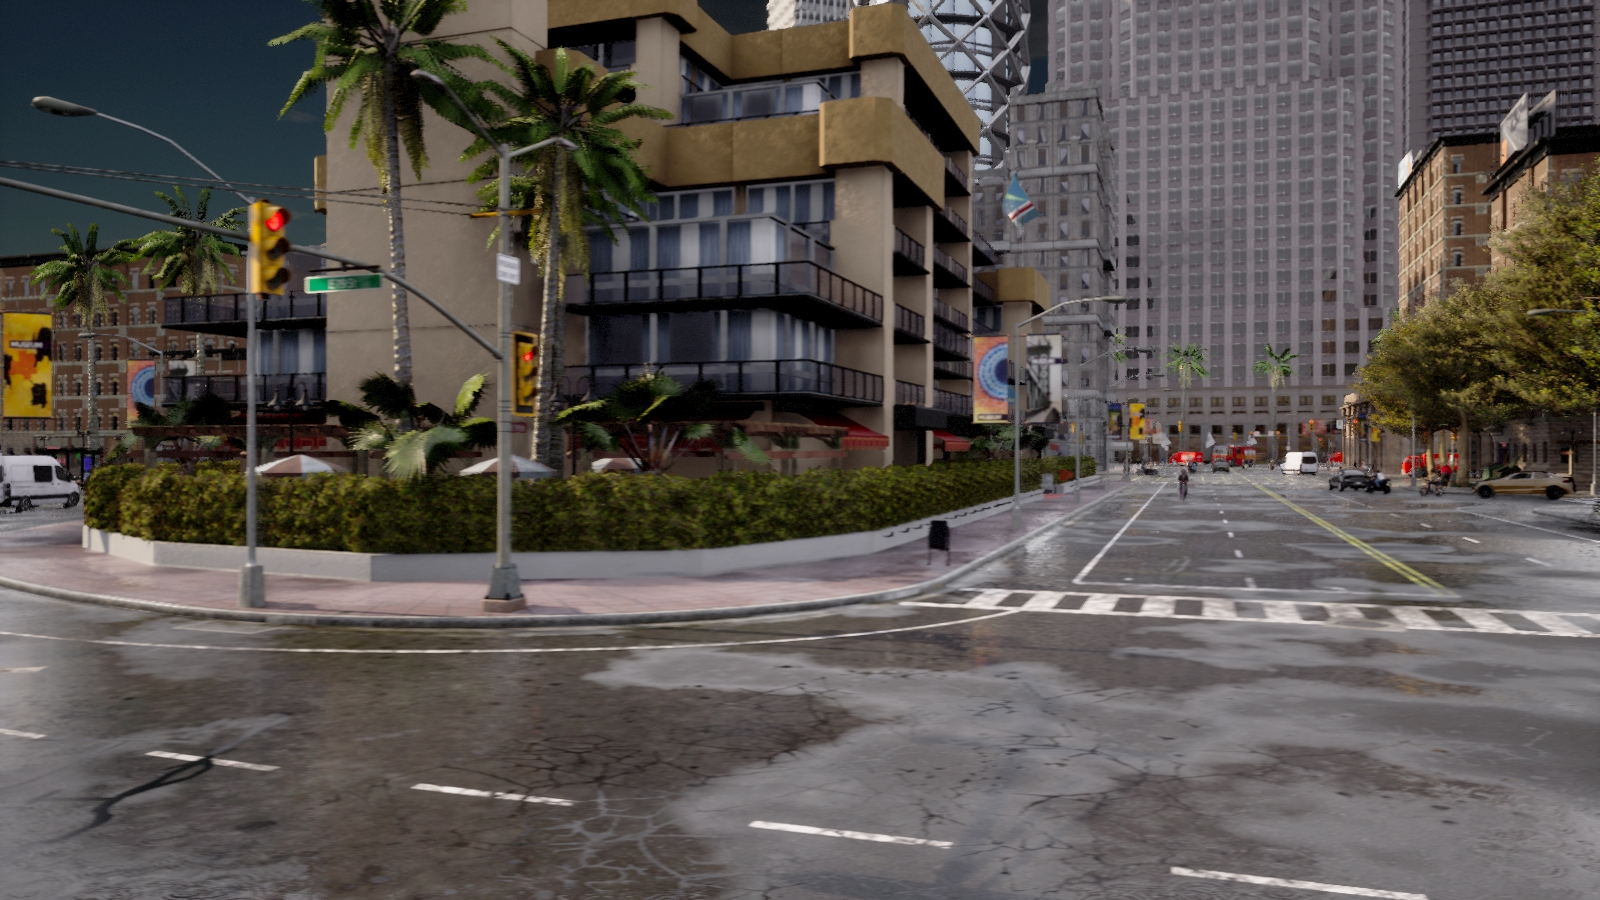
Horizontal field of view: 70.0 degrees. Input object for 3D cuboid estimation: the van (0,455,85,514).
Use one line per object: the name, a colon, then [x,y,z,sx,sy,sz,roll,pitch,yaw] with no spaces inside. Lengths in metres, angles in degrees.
van: [-35.915,1.532,53.056,1.988,2.561,5.915,0,0,-3]

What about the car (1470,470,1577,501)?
car: [41.283,1.994,65.209,5.027,1.651,2.152,0,0,37]

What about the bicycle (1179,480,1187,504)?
bicycle: [20.256,2.211,60.411,0.329,1.171,1.835,0,0,19]
